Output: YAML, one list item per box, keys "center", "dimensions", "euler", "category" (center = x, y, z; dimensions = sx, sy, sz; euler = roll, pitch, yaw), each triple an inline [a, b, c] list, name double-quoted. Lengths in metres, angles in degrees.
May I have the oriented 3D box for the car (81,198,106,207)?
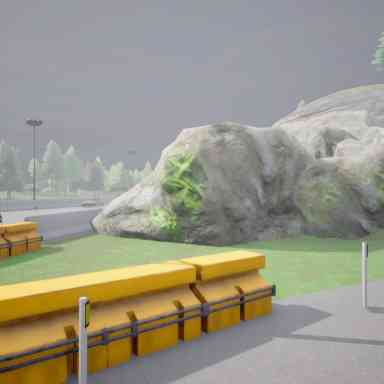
- center: [-14.992, 1.601, 51.026]
  dimensions: [1.895, 1.301, 4.718]
  euler: [0, 0, 11]
  category: "car"

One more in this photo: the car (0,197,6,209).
- center: [-27.311, 1.477, 44.011]
  dimensions: [1.882, 1.535, 5.008]
  euler: [0, 0, 12]
  category: "car"

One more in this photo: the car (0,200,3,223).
- center: [-13.995, 1.352, 20.532]
  dimensions: [2.097, 1.767, 4.553]
  euler: [0, 0, 11]
  category: "car"
